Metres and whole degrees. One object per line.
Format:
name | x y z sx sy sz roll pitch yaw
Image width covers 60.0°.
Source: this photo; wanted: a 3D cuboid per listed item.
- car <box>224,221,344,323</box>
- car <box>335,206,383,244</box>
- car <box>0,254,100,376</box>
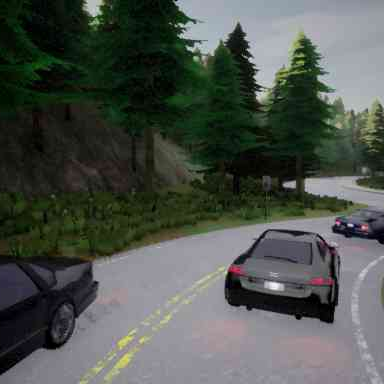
car | 2.204 1.532 7.417 1.994 1.385 4.181 2 1 24
car | 8.582 1.371 14.944 5.357 1.411 2.033 -1 5 -33
car | -2.967 1.493 3.582 2.033 1.411 5.357 1 1 12
